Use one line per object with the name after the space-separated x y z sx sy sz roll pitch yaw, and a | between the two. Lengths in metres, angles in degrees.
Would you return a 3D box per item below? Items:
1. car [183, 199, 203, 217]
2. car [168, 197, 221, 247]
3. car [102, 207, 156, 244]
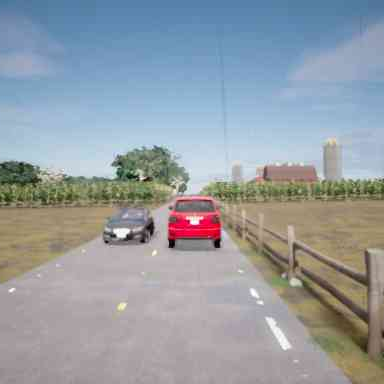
0.103 1.486 32.568 1.837 1.490 4.892 0 0 0 | car
0.100 1.222 15.155 2.150 2.045 5.566 0 0 0 | car
-2.849 1.492 15.841 2.128 1.511 4.902 0 0 0 | car
